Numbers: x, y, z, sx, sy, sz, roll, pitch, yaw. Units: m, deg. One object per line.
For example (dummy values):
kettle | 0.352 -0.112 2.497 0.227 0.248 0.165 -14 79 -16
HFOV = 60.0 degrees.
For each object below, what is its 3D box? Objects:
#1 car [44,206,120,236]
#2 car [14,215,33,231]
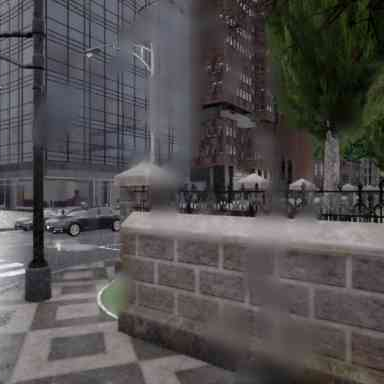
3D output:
car | -5.955 1.589 19.019 1.837 1.490 4.892 0 0 36
car | -8.393 1.632 20.193 2.008 1.369 4.403 0 -1 36
